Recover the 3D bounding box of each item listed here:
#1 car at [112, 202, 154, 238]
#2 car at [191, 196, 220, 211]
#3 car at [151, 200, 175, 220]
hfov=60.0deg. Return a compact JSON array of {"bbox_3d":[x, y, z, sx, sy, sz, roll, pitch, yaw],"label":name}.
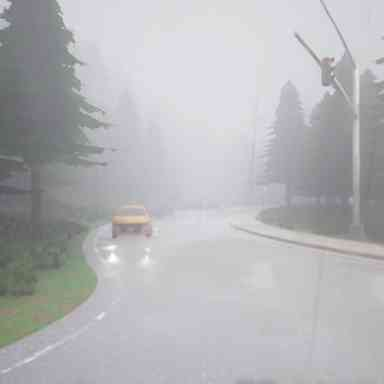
[{"bbox_3d":[-3.213,1.486,18.007,1.882,1.535,5.008,0,0,-8],"label":"car"},{"bbox_3d":[1.720,1.335,40.256,2.097,1.767,4.553,0,0,28],"label":"car"},{"bbox_3d":[-2.947,1.480,28.483,1.882,1.535,5.008,0,0,14],"label":"car"}]
